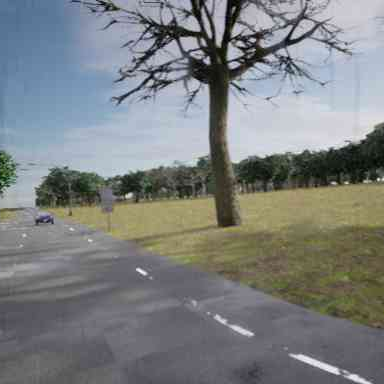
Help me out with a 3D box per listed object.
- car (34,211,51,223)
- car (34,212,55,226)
[{"bbox_3d":[-21.151,3.495,47.028,2.033,1.411,5.357,-3,-1,-26],"label":"car"},{"bbox_3d":[-16.606,2.956,37.537,1.812,1.442,4.674,-3,-1,-25],"label":"car"}]
